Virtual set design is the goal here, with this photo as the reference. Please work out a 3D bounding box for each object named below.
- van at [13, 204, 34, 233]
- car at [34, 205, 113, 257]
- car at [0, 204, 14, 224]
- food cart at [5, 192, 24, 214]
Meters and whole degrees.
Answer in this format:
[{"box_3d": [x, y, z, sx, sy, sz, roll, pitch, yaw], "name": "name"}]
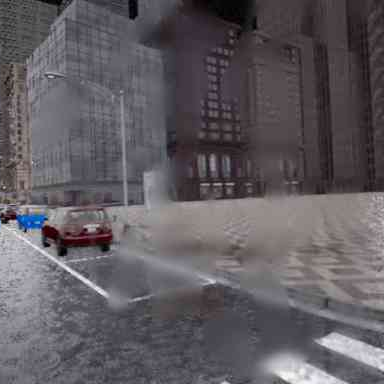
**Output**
[{"box_3d": [-11.051, 1.807, 23.145, 1.690, 1.788, 3.998, -1, -1, -34], "name": "van"}, {"box_3d": [-4.965, 1.516, 14.083, 2.192, 1.841, 5.009, -1, -1, -34], "name": "car"}, {"box_3d": [-17.139, 2.054, 32.209, 2.192, 1.841, 5.009, -1, -1, -34], "name": "car"}, {"box_3d": [-31.271, 1.904, 58.480, 2.280, 3.560, 4.660, -3, -1, -34], "name": "food cart"}]
